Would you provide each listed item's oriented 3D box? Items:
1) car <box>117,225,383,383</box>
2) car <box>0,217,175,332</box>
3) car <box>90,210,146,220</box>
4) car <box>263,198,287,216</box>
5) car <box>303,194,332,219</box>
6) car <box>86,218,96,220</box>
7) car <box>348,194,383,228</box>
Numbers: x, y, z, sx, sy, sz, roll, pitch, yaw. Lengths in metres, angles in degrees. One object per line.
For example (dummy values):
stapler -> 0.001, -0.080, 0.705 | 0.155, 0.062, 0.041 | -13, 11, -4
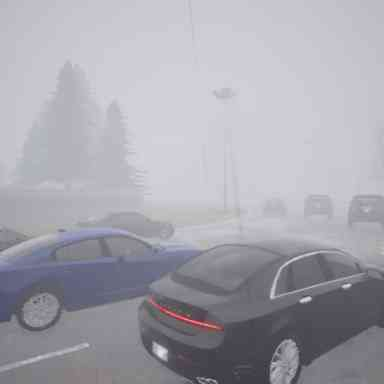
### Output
car -> 1.526, 1.500, 5.203 | 4.892, 1.490, 1.837 | 0, 1, -39
car -> -1.871, 1.493, 6.982 | 5.008, 1.535, 1.882 | 0, 0, -38
car -> -2.952, 1.550, 15.114 | 4.674, 1.442, 1.812 | 0, 0, -40
car -> 7.999, 1.320, 31.858 | 2.097, 1.767, 4.553 | -1, 0, 17
car -> 10.720, 1.172, 28.401 | 2.150, 2.045, 5.566 | 0, 0, 20
car -> -5.417, 1.584, 8.589 | 5.357, 1.411, 2.033 | 0, 0, -36
car -> 11.433, 1.166, 21.630 | 2.150, 2.045, 5.566 | 0, 0, 29
